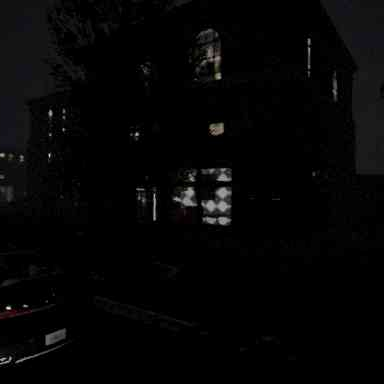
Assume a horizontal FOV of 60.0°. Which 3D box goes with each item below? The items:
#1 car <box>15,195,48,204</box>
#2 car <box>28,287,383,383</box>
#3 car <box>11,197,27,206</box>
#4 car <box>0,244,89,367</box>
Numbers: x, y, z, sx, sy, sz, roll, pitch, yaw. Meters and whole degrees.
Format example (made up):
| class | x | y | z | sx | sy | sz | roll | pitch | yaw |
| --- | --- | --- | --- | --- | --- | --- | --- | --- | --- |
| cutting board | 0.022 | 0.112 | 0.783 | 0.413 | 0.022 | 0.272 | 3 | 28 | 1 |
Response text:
| class | x | y | z | sx | sy | sz | roll | pitch | yaw |
| --- | --- | --- | --- | --- | --- | --- | --- | --- | --- |
| car | -27.983 | 1.320 | 58.144 | 1.752 | 1.417 | 4.829 | 0 | 0 | 35 |
| car | 1.078 | 1.564 | 2.106 | 4.313 | 1.339 | 1.947 | 0 | 0 | 35 |
| car | -24.160 | 1.368 | 48.916 | 1.887 | 1.381 | 4.507 | 0 | 0 | 35 |
| car | -3.431 | 1.514 | 5.321 | 4.403 | 1.369 | 2.008 | 0 | 0 | 35 |
